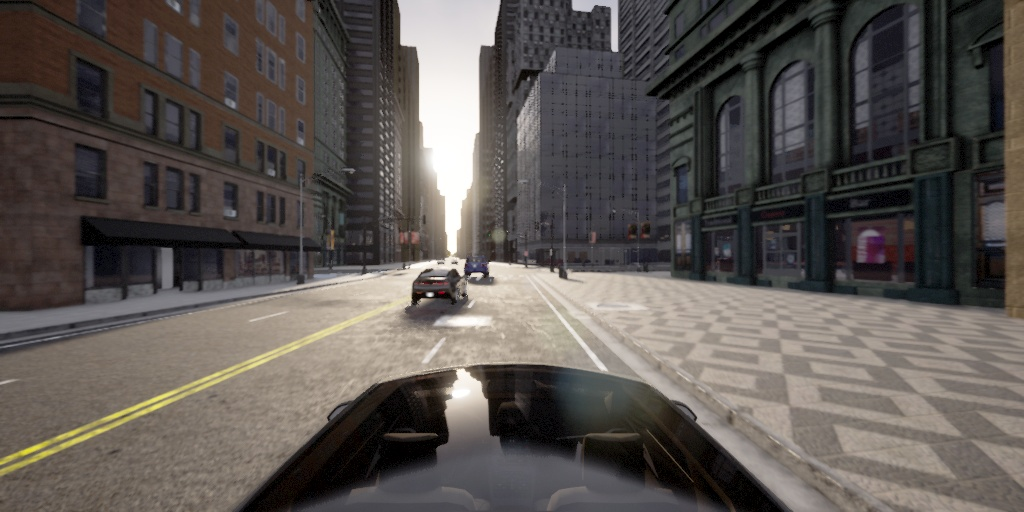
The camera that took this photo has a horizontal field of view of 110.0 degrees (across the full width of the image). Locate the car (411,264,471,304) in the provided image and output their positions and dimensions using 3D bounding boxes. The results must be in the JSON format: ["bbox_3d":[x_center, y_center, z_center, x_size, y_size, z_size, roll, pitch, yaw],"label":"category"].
[{"bbox_3d":[-3.220,1.272,16.442,1.837,1.490,4.892,0,0,0],"label":"car"}]

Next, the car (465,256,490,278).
[{"bbox_3d":[-3.350,0.996,34.661,2.150,2.045,5.566,0,0,-1],"label":"car"}]
